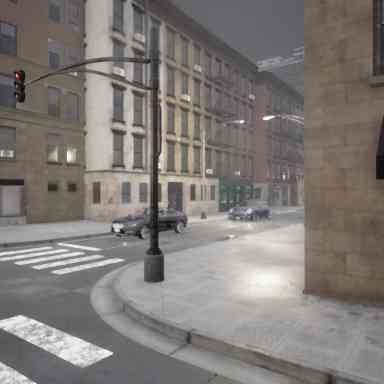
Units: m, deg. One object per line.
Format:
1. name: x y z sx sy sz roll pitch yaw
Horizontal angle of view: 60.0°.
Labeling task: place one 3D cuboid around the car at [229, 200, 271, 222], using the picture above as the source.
1. car: 4.900 1.492 27.766 2.097 1.767 4.553 0 0 36

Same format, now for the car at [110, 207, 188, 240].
1. car: -2.161 1.568 17.842 2.128 1.511 4.902 0 0 35
